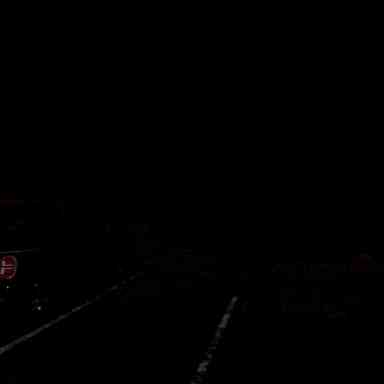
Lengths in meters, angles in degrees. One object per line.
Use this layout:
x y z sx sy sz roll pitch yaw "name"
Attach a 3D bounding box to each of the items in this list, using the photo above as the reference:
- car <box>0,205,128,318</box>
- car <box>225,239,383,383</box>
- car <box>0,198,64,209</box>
-3.264 1.343 7.697 2.185 1.767 4.553 0 -1 15 "car"
1.658 1.482 4.234 2.097 1.535 5.008 1 -1 15 "car"
-5.701 1.210 9.439 2.435 2.045 5.566 1 0 15 "car"
